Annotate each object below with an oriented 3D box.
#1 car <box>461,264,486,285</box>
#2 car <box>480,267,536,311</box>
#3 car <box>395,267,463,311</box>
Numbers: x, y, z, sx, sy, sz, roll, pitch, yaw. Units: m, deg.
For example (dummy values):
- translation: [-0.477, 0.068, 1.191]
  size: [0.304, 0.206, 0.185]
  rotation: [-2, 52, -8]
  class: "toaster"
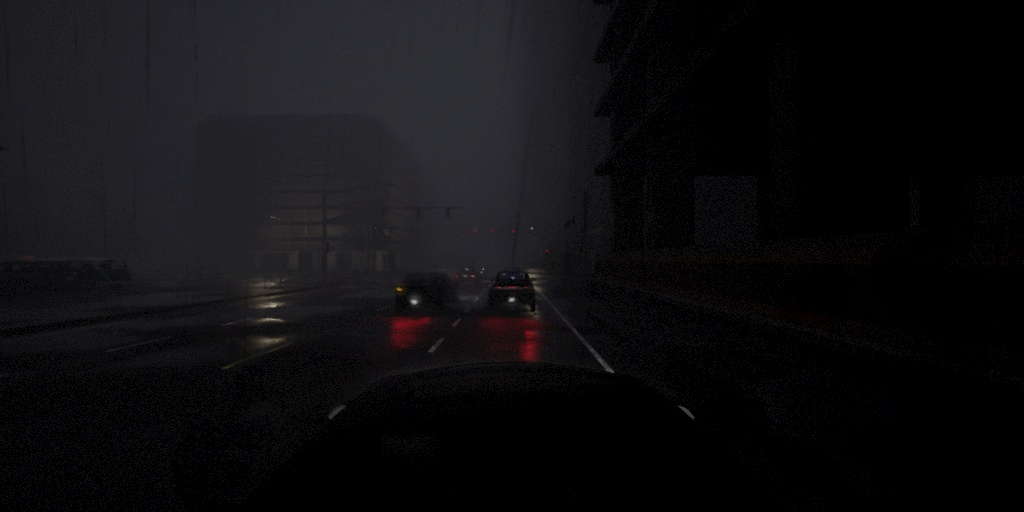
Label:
- translation: [-3.501, 1.600, 29.376]
  size: [2.033, 1.411, 5.357]
  rotation: [0, -1, 0]
  class: "car"
- translation: [0.017, 1.390, 15.340]
  size: [2.128, 1.511, 4.902]
  rotation: [0, 0, 0]
  class: "car"
- translation: [-3.483, 1.405, 15.339]
  size: [1.837, 1.490, 4.892]
  rotation: [0, 0, 0]
  class: "car"
